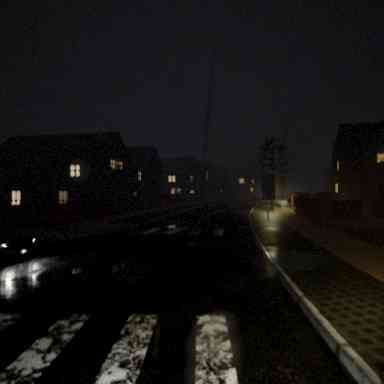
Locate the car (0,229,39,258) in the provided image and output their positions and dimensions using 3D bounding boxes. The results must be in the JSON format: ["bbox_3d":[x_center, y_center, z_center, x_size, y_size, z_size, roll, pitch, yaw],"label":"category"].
[{"bbox_3d":[-8.288,1.670,11.718,5.357,1.411,2.033,-1,-1,11],"label":"car"}]

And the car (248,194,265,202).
[{"bbox_3d":[10.598,0.951,54.186,1.895,1.301,4.718,0,1,23],"label":"car"}]
